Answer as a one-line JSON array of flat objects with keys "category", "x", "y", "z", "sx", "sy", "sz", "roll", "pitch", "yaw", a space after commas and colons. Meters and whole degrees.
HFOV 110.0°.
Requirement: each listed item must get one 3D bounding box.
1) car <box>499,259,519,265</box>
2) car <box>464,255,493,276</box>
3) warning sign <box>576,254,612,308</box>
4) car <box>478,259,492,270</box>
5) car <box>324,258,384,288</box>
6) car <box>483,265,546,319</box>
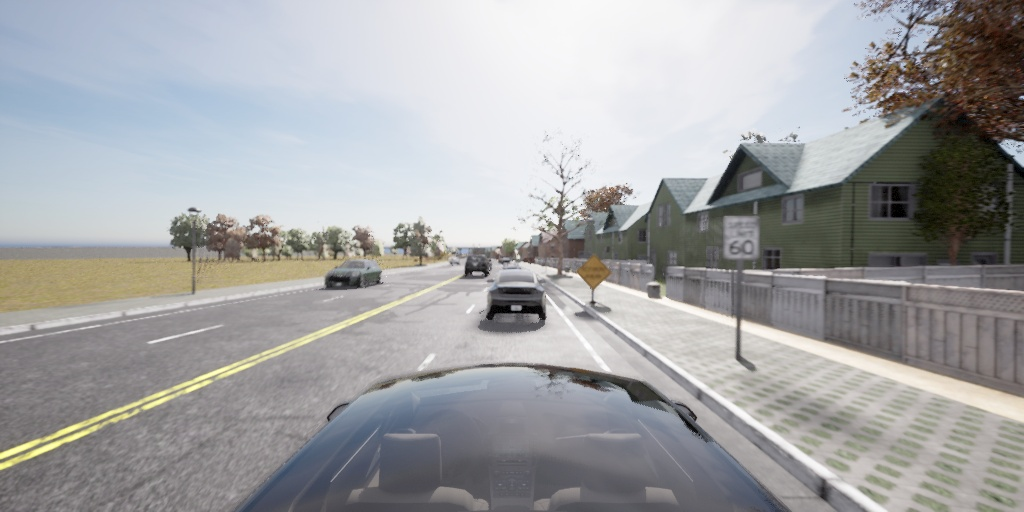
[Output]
[{"category": "car", "x": -0.070, "y": 1.306, "z": 36.894, "sx": 1.895, "sy": 1.301, "sz": 4.718, "roll": 0, "pitch": 0, "yaw": -1}, {"category": "car", "x": -3.301, "y": 0.908, "z": 35.258, "sx": 2.150, "sy": 2.045, "sz": 5.566, "roll": 0, "pitch": 0, "yaw": 1}, {"category": "warning sign", "x": 2.937, "y": 0.866, "z": 13.091, "sx": 1.300, "sy": 1.860, "sz": 1.060, "roll": 0, "pitch": 0, "yaw": 0}, {"category": "car", "x": -3.714, "y": 1.178, "z": 50.038, "sx": 1.837, "sy": 1.490, "sz": 4.892, "roll": 0, "pitch": -1, "yaw": -2}, {"category": "car", "x": -9.779, "y": 1.011, "z": 22.492, "sx": 2.097, "sy": 1.767, "sz": 4.553, "roll": 0, "pitch": 0, "yaw": 0}, {"category": "car", "x": 0.154, "y": 1.238, "z": 12.664, "sx": 1.837, "sy": 1.490, "sz": 4.892, "roll": 0, "pitch": 0, "yaw": 0}]
